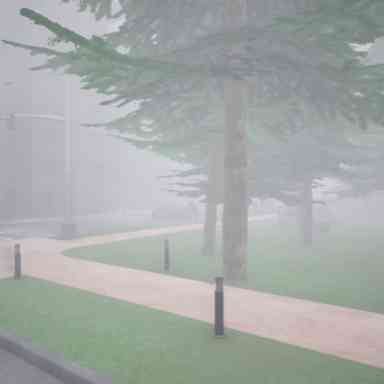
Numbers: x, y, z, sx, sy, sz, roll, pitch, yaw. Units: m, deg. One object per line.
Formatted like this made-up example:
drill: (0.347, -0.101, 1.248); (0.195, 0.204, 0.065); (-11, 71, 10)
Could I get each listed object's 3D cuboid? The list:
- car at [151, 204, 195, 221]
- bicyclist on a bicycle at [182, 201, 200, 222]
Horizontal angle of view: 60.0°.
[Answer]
car: (-1.561, 1.684, 28.671); (1.994, 1.385, 4.181); (0, 0, 37)
bicyclist on a bicycle: (-0.085, 1.399, 24.325); (1.656, 1.620, 0.582); (-1, 0, 37)
